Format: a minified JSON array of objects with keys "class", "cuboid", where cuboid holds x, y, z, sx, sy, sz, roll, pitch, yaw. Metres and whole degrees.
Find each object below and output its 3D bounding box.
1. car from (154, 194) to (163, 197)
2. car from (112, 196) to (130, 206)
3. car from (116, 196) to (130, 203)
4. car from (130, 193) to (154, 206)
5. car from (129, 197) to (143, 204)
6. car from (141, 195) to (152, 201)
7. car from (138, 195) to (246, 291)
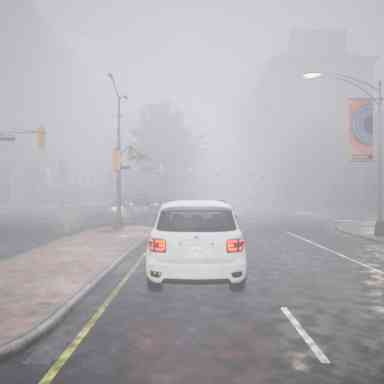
[{"class":"car","cuboid":[-7.725,1.515,68.410,2.128,1.511,4.902,0,0,0]},{"class":"car","cuboid":[-11.375,1.491,53.052,2.128,1.511,4.902,0,0,0]},{"class":"car","cuboid":[-14.464,1.594,69.844,1.895,1.301,4.718,0,0,0]},{"class":"car","cuboid":[-7.877,1.221,53.246,2.150,2.045,5.566,0,0,0]},{"class":"car","cuboid":[-11.231,1.599,67.153,1.895,1.301,4.718,0,0,0]},{"class":"car","cuboid":[-11.163,1.525,82.441,2.128,1.511,4.902,0,0,0]},{"class":"car","cuboid":[0.108,1.221,9.121,2.150,2.045,5.566,0,0,1]}]
